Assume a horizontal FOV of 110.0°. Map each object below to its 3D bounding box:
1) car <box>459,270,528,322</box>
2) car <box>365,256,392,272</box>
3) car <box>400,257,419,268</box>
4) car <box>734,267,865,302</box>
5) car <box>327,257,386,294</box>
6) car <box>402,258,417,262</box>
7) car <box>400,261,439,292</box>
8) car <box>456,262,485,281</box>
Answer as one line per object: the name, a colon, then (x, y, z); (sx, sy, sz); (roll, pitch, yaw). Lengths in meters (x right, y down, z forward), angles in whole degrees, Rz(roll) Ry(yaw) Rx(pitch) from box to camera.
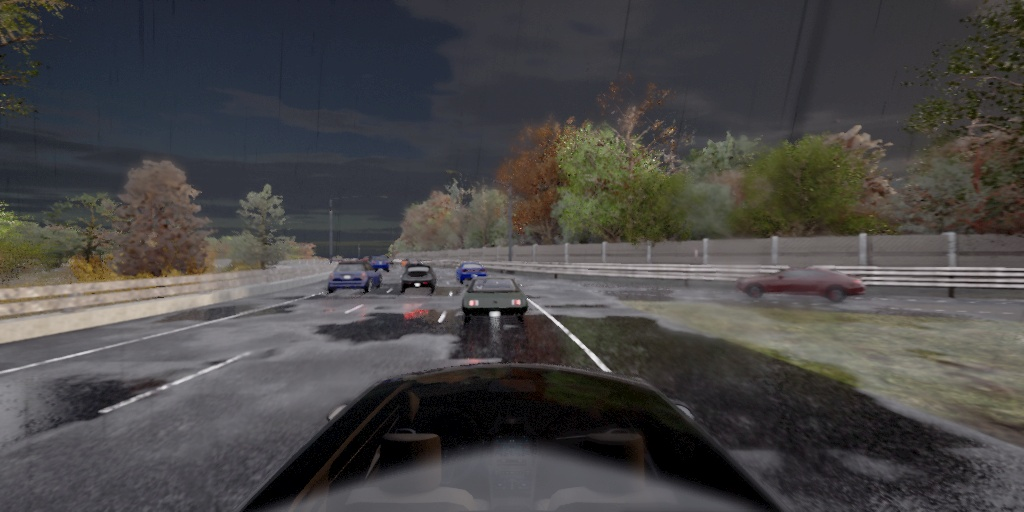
car: (-0.653, 1.349, 12.338); (1.895, 1.301, 4.718); (0, 0, -5)
car: (-17.411, 1.015, 46.669); (2.150, 2.045, 5.566); (0, 0, -26)
car: (-17.515, 1.142, 61.152); (2.097, 1.767, 4.553); (0, 0, -31)
car: (12.932, 1.224, 16.433); (4.674, 1.442, 1.812); (0, 0, 31)
car: (-8.982, 1.126, 20.825); (2.097, 1.767, 4.553); (0, 0, -10)
car: (-11.543, 1.267, 41.994); (2.128, 1.511, 4.902); (0, 0, -22)
car: (-5.471, 1.266, 21.366); (1.837, 1.490, 4.892); (0, 0, -11)
car: (-3.210, 1.229, 27.419); (1.882, 1.535, 5.008); (0, 0, -13)
